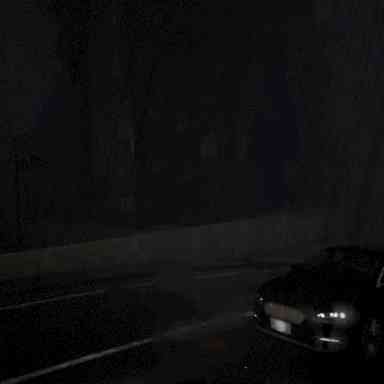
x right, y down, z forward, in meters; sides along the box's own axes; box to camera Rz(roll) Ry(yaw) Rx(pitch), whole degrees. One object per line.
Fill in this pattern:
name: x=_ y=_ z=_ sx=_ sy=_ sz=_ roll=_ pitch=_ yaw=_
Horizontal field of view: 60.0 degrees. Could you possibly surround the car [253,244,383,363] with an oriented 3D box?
car: x=3.258 y=1.836 z=6.504 sx=4.902 sy=1.511 sz=2.128 roll=3 pitch=-4 yaw=-38
